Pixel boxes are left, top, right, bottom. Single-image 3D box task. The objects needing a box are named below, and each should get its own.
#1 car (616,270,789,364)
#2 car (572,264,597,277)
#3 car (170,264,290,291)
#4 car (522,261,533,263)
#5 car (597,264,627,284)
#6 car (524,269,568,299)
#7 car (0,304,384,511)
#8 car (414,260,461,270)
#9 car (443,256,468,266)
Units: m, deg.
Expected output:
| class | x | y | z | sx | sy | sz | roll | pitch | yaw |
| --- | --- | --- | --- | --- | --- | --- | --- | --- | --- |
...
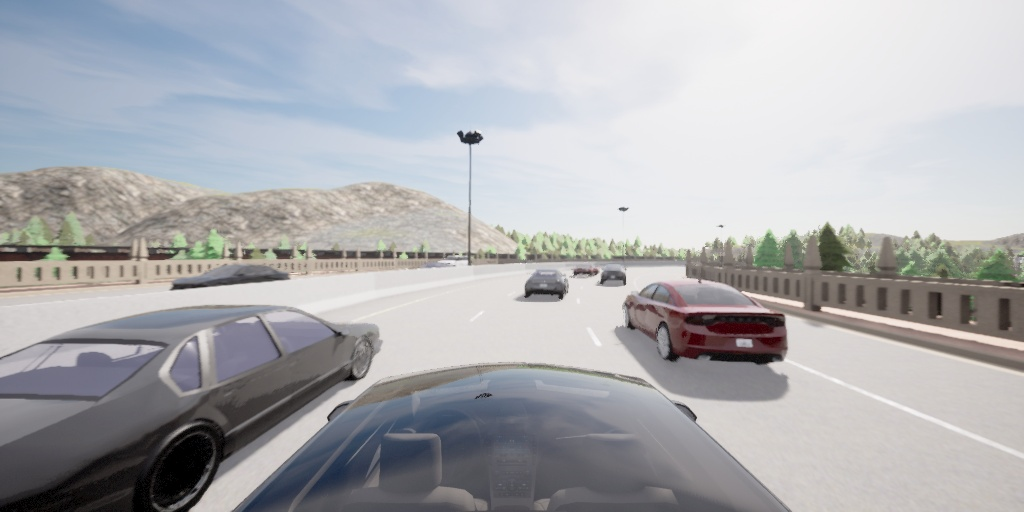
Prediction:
| class | x | y | z | sx | sy | sz | roll | pitch | yaw |
| --- | --- | --- | --- | --- | --- | --- | --- | --- | --- |
| car | 3.978 | 1.271 | 8.318 | 1.882 | 1.535 | 5.008 | 0 | 0 | 4 |
| car | 7.803 | 1.464 | 37.609 | 1.895 | 1.301 | 4.718 | 0 | 0 | 24 |
| car | -12.811 | 1.131 | 16.710 | 1.882 | 1.535 | 5.008 | 0 | 0 | 9 |
| car | 2.204 | 1.490 | 57.095 | 1.895 | 1.301 | 4.718 | 0 | 0 | 32 |
| car | 7.984 | 1.379 | 28.134 | 1.812 | 1.442 | 4.674 | 0 | 0 | 18 |
| car | 1.870 | 1.351 | 18.717 | 1.994 | 1.385 | 4.181 | 0 | 0 | 12 |
| car | -3.324 | 1.271 | 4.093 | 2.033 | 1.411 | 5.357 | 0 | 0 | 2 |
| car | -6.465 | 1.273 | 29.375 | 2.033 | 1.411 | 5.357 | 0 | 0 | 16 |
| car | -7.465 | 0.965 | 46.635 | 2.150 | 2.045 | 5.566 | 0 | 0 | 25 |
